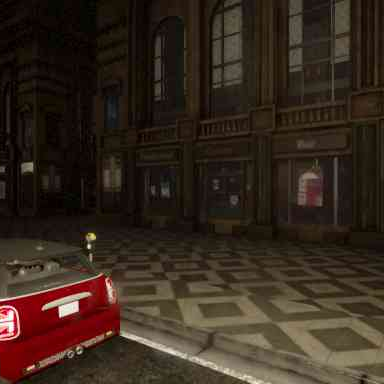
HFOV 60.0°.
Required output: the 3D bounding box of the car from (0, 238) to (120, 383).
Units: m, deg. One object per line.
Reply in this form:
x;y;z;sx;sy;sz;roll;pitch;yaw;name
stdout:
-3.069;1.440;5.157;4.097;1.590;1.967;0;0;36;car
